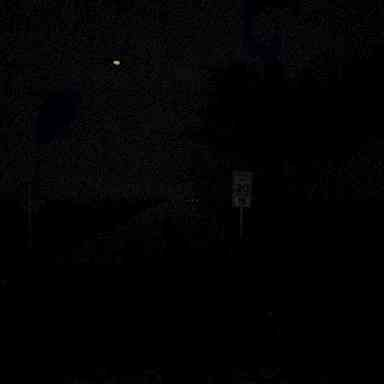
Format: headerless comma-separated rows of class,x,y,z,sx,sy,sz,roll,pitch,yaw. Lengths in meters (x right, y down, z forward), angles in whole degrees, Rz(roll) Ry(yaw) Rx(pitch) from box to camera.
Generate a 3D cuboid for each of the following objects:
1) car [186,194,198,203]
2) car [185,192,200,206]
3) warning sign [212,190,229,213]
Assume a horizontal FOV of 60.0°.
car,-0.037,1.041,56.431,1.895,1.301,4.718,1,0,0
car,0.066,1.080,42.852,2.033,1.411,5.357,1,0,1
warning sign,2.482,0.796,29.384,1.300,1.860,1.060,3,3,0
